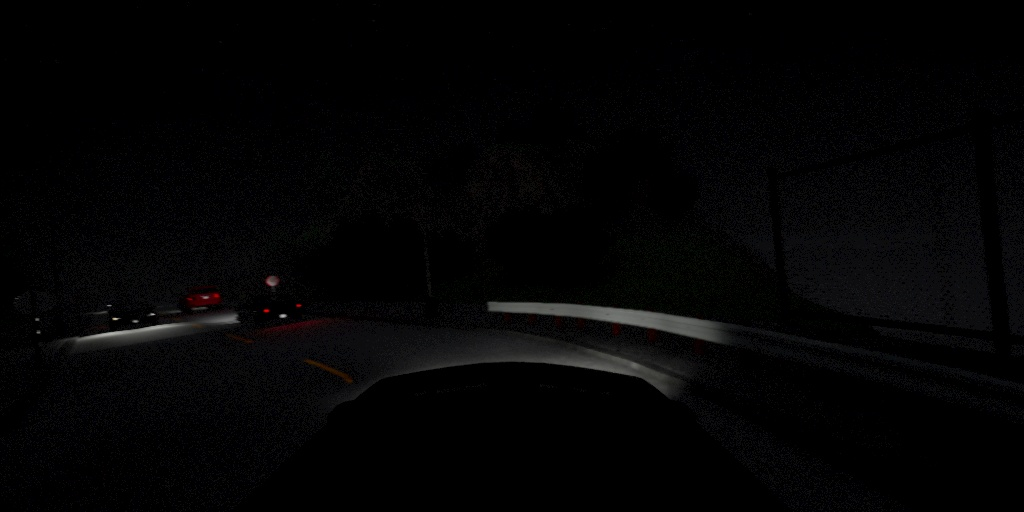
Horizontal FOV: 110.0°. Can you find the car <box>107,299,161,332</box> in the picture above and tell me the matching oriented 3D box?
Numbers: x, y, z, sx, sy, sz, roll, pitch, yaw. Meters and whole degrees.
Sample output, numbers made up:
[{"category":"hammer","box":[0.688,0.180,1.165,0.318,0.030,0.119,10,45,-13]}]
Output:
[{"category":"car","box":[-22.547,3.491,21.314,4.674,1.442,1.812,-6,-1,41]}]

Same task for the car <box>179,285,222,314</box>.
[{"category":"car","box":[-26.258,3.593,30.166,5.566,2.045,2.150,-6,-1,41]}]

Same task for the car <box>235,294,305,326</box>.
[{"category":"car","box":[-12.029,2.571,17.648,4.718,1.301,1.895,-6,-1,41]}]
